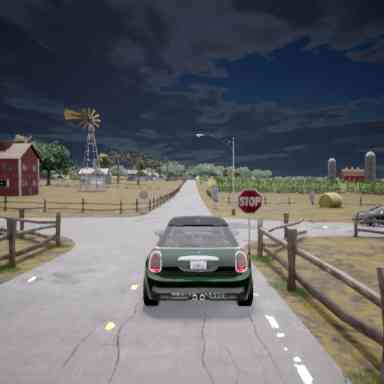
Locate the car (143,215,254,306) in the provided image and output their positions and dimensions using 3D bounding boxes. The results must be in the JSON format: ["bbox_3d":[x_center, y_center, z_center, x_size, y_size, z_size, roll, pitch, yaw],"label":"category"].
[{"bbox_3d":[0.121,1.345,8.160,2.097,1.767,4.553,0,0,0],"label":"car"}]

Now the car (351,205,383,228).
[{"bbox_3d":[13.854,1.691,23.463,4.892,1.490,1.837,1,2,0],"label":"car"}]
